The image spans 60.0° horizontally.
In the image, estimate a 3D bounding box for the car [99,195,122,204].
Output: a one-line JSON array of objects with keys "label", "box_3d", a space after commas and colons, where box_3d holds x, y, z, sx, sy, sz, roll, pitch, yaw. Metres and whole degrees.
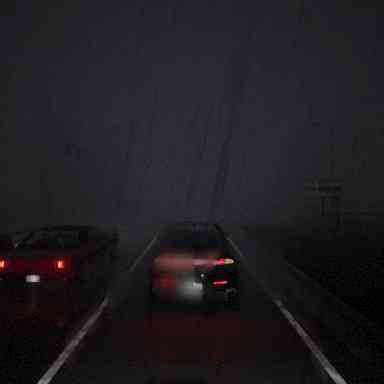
[{"label": "car", "box_3d": [-14.995, 1.314, 61.514, 2.097, 1.767, 4.553, 0, 0, 0]}]

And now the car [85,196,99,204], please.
[{"label": "car", "box_3d": [-18.493, 1.440, 62.128, 1.882, 1.535, 5.008, 0, 0, 0]}]

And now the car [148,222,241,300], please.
[{"label": "car", "box_3d": [0.058, 1.486, 8.366, 2.128, 1.511, 4.902, 0, 0, 0]}]

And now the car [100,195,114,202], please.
[{"label": "car", "box_3d": [-18.492, 1.480, 72.229, 1.812, 1.442, 4.674, 0, 0, 0]}]

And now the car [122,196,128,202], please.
[{"label": "car", "box_3d": [-14.992, 1.509, 71.552, 1.994, 1.385, 4.181, 0, 0, 0]}]

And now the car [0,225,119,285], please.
[{"label": "car", "box_3d": [-3.434, 1.595, 9.452, 1.895, 1.301, 4.718, 0, 0, 0]}]
